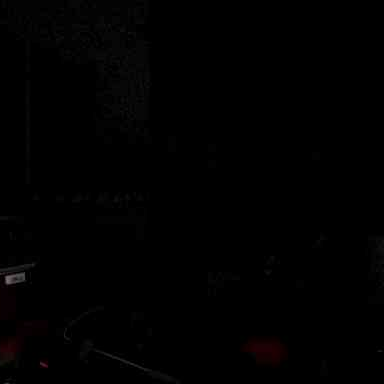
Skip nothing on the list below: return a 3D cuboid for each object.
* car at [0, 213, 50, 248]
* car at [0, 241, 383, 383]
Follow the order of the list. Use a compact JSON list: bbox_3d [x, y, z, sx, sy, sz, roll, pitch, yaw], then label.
[{"bbox_3d":[-4.455,1.315,6.127,5.009,1.841,2.192,0,0,35],"label":"car"},{"bbox_3d":[-0.023,1.440,2.976,4.097,1.590,1.967,0,0,35],"label":"car"}]
